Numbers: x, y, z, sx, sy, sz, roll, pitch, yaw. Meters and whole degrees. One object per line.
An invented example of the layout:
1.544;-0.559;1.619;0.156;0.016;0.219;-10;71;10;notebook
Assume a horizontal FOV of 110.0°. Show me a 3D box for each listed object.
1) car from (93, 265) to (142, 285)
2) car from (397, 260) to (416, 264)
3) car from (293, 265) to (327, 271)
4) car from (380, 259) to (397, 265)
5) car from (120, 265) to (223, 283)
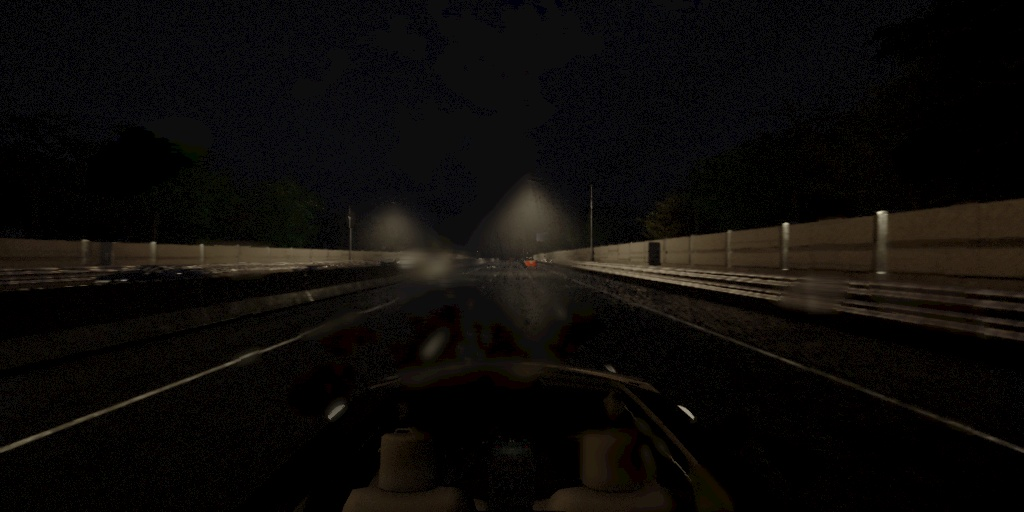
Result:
-21.097;1.272;20.888;2.128;1.511;4.902;0;0;0;car
-17.543;1.345;60.986;1.812;1.442;4.674;0;0;0;car
-14.091;1.351;25.013;1.994;1.385;4.181;0;0;0;car
-21.036;1.302;61.585;1.882;1.535;5.008;0;0;0;car
-17.596;1.342;19.194;1.994;1.385;4.181;0;0;0;car
